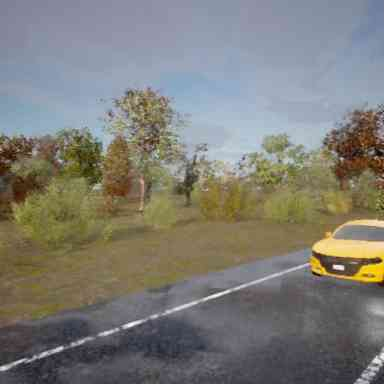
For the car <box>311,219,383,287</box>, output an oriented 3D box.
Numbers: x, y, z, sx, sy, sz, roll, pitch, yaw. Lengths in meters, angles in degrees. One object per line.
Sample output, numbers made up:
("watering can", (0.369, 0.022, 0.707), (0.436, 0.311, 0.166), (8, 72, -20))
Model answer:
("car", (5.318, 1.607, 10.010), (1.882, 1.535, 5.008), (-1, -1, 43))
